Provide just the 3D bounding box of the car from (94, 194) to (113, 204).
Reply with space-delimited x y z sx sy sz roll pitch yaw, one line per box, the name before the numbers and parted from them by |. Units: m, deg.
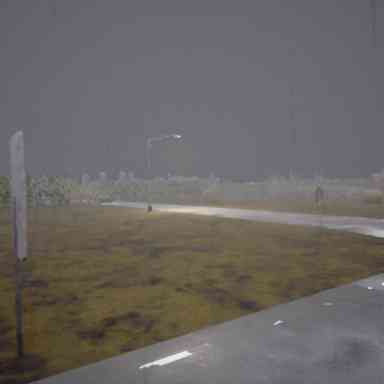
car | -14.201 1.083 53.133 1.994 1.385 4.181 -2 1 -35
